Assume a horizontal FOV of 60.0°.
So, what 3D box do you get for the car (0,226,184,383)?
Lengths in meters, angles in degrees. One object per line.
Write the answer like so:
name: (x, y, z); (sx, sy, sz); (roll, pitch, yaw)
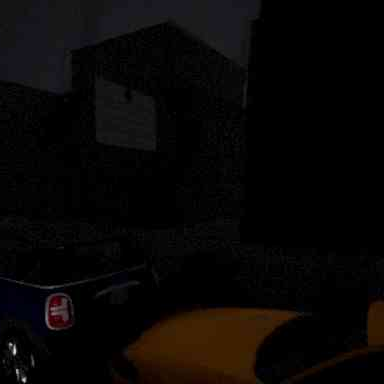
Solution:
car: (-2.645, 1.352, 5.417); (4.553, 1.767, 2.185); (0, 0, 35)
